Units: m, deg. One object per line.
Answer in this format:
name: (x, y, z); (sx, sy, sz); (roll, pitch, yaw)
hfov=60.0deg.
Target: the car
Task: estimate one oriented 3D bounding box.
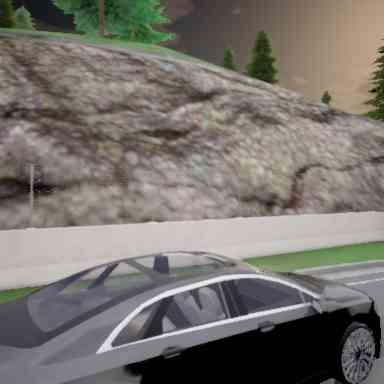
car: (0.176, 1.460, 3.753); (4.902, 1.511, 2.128); (0, 0, -33)
